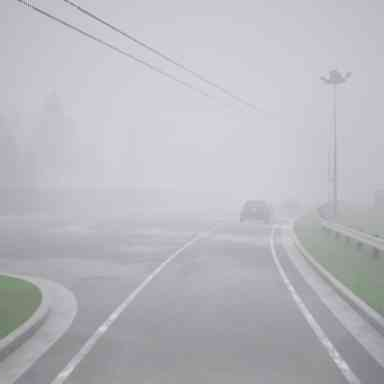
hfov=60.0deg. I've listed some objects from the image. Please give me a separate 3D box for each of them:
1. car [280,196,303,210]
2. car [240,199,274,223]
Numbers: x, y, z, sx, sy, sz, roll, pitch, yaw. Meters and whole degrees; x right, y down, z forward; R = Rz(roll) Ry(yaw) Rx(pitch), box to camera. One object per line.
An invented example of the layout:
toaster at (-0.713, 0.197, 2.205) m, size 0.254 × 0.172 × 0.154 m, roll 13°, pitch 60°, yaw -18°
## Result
car at (13.215, 1.584, 44.850) m, size 2.033 × 1.411 × 5.357 m, roll 0°, pitch 0°, yaw 26°
car at (5.141, 1.365, 25.885) m, size 2.097 × 1.767 × 4.553 m, roll 0°, pitch 0°, yaw 19°
